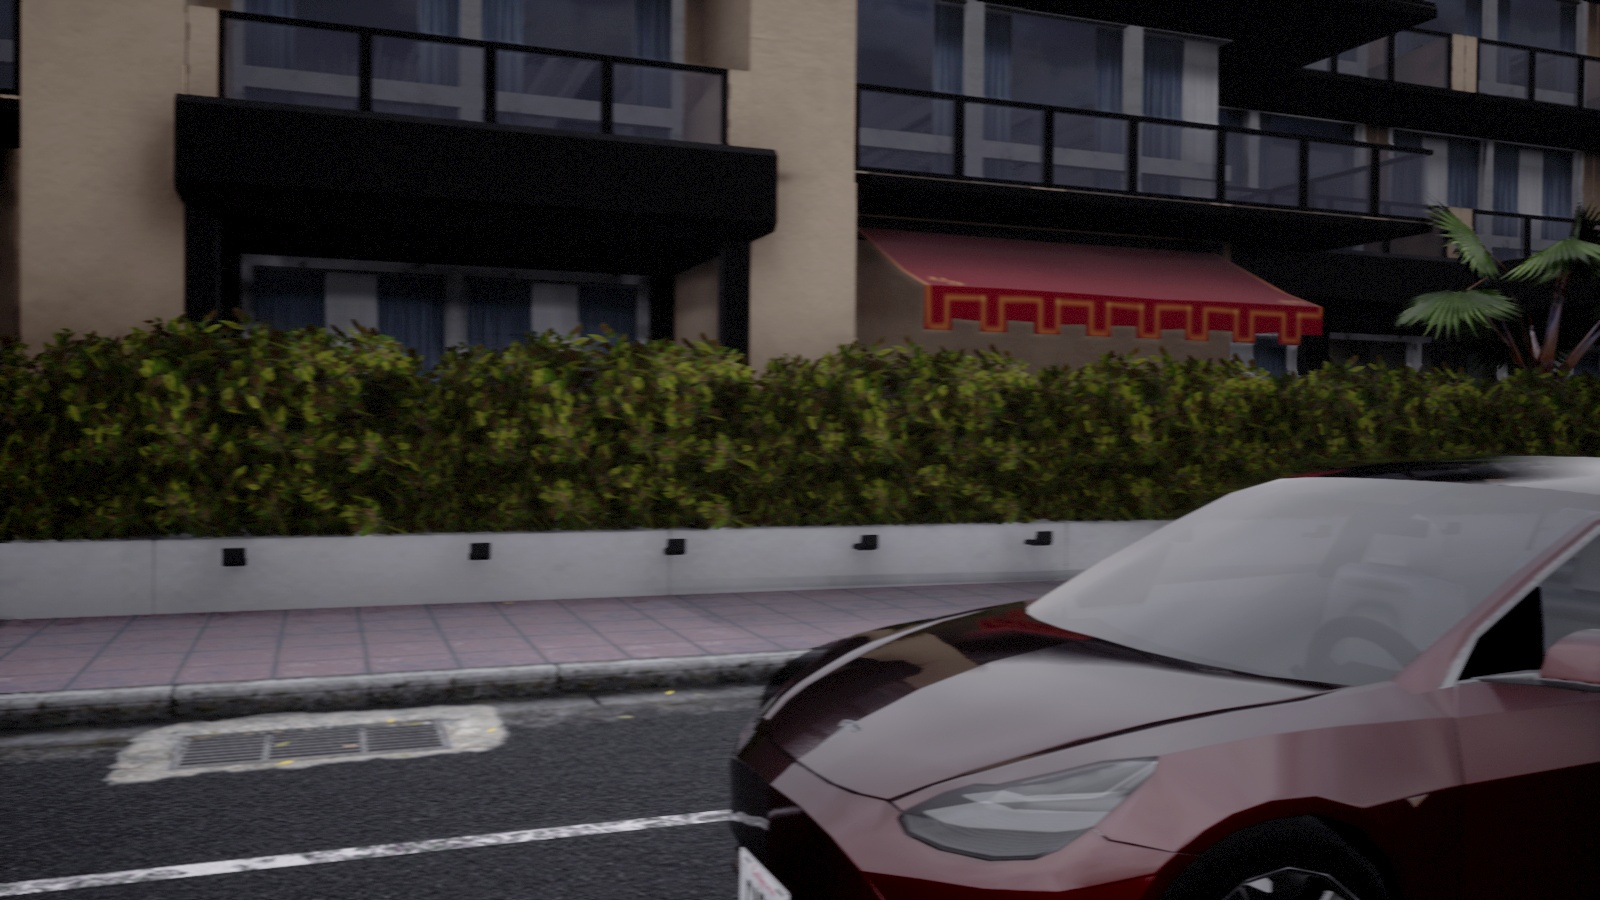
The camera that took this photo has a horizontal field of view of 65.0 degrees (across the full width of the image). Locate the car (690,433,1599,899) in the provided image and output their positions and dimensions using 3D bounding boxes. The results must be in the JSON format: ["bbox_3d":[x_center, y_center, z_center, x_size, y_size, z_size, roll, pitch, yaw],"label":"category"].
[{"bbox_3d":[2.261,0.708,4.098,4.792,1.488,2.163,-1,1,-21],"label":"car"}]
